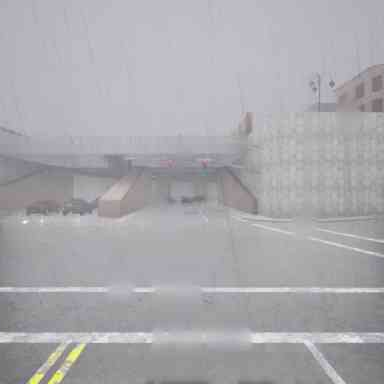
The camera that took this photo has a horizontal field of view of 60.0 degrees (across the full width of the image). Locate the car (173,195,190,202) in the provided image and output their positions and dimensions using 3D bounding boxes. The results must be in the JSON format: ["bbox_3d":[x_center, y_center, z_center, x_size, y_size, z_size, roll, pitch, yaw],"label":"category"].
[{"bbox_3d":[-2.348,1.524,74.649,1.812,1.442,4.674,0,0,24],"label":"car"}]

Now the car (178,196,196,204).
[{"bbox_3d":[-0.991,1.547,64.791,2.033,1.411,5.357,0,0,4],"label":"car"}]

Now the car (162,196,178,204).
[{"bbox_3d":[-4.521,1.547,64.292,2.033,1.411,5.357,0,0,5],"label":"car"}]

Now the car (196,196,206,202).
[{"bbox_3d":[1.520,1.524,74.777,1.812,1.442,4.674,0,0,28],"label":"car"}]

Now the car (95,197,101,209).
[{"bbox_3d":[-11.550,1.601,42.282,1.895,1.301,4.718,0,0,-1],"label":"car"}]

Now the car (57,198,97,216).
[{"bbox_3d":[-11.317,1.601,33.115,1.895,1.301,4.718,0,0,-1],"label":"car"}]

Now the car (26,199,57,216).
[{"bbox_3d":[-14.826,1.478,33.438,1.882,1.535,5.008,0,0,-1],"label":"car"}]

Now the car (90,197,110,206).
[{"bbox_3d":[-15.343,1.547,55.829,2.033,1.411,5.357,0,0,-1],"label":"car"}]

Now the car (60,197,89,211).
[{"bbox_3d":[-15.061,1.491,42.828,2.128,1.511,4.902,0,0,-1],"label":"car"}]
